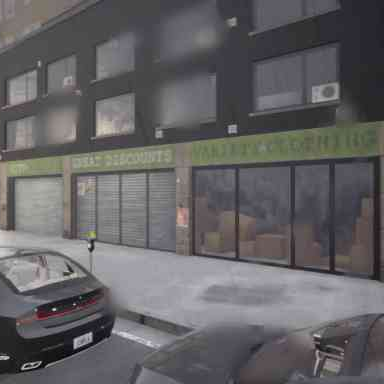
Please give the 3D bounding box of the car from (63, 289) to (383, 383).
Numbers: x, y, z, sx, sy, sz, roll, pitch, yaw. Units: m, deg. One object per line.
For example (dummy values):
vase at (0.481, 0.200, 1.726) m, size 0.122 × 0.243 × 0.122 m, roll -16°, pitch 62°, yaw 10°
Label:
car at (1.417, 1.551, 2.077) m, size 4.403 × 1.369 × 2.008 m, roll 0°, pitch 0°, yaw 35°

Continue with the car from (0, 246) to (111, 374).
car at (-3.090, 1.551, 5.272) m, size 4.403 × 1.369 × 2.008 m, roll 0°, pitch 0°, yaw 35°
